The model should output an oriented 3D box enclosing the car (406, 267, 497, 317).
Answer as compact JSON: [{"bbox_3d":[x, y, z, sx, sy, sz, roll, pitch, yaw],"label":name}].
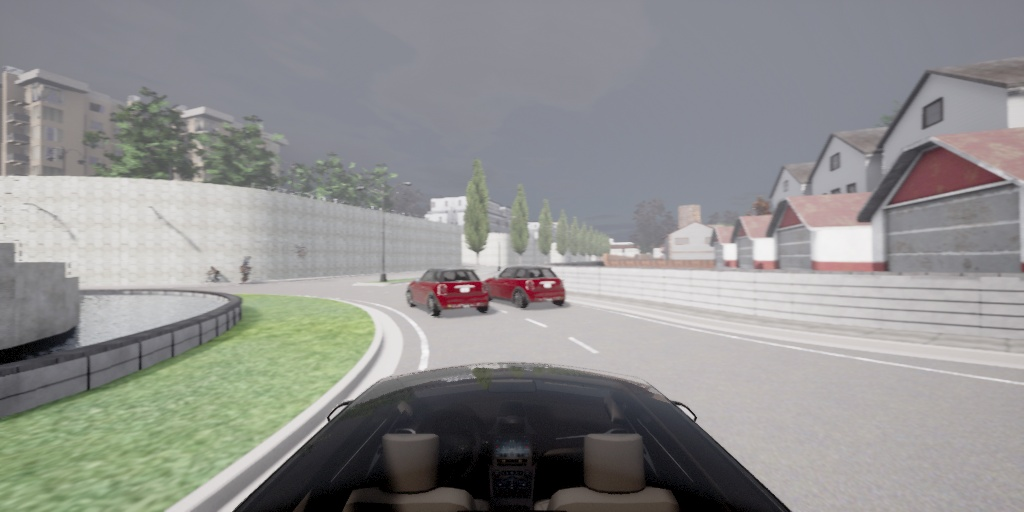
[{"bbox_3d":[-2.697,1.233,14.259,2.097,1.767,4.553,0,-1,-30],"label":"car"}]

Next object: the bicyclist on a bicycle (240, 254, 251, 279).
[{"bbox_3d":[-22.085,0.712,29.721,0.582,1.620,1.656,22,-26,-31],"label":"bicyclist on a bicycle"}]

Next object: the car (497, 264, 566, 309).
[{"bbox_3d":[0.350,1.223,15.994,2.097,1.767,4.553,0,-1,-30],"label":"car"}]

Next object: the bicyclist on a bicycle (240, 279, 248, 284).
[{"bbox_3d":[-22.590,1.617,30.419,0.582,1.620,1.656,15,-45,-21],"label":"bicyclist on a bicycle"}]

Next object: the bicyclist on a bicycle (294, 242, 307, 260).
[{"bbox_3d":[-18.817,-0.331,31.982,1.656,1.620,0.582,34,43,10],"label":"bicyclist on a bicycle"}]

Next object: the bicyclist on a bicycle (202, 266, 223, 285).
[{"bbox_3d":[-25.032,1.609,30.028,0.582,1.620,1.656,14,9,11],"label":"bicyclist on a bicycle"}]
